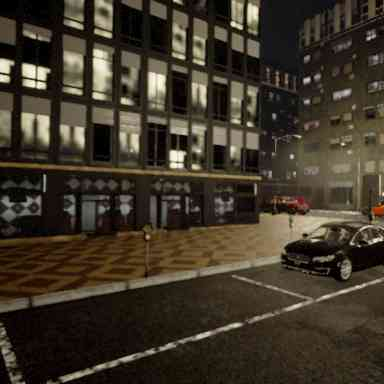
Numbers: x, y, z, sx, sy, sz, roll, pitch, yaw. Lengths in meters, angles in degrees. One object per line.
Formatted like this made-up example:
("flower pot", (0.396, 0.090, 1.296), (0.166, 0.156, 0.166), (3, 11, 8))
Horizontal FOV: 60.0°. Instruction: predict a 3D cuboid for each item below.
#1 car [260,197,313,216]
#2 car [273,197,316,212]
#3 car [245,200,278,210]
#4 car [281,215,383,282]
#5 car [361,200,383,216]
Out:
("car", (9.221, 1.397, 33.292), (2.192, 1.841, 5.009), (1, -1, -34))
("car", (13.001, 1.533, 42.615), (2.192, 1.841, 5.009), (1, -1, -34))
("car", (9.859, 1.791, 47.185), (2.008, 1.369, 4.403), (1, -1, -34))
("car", (4.459, 1.571, 9.728), (4.403, 1.369, 2.008), (0, 1, -35))
("car", (17.919, 1.480, 30.395), (2.097, 1.767, 4.553), (1, -1, -31))
